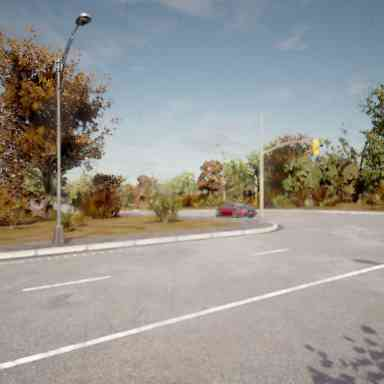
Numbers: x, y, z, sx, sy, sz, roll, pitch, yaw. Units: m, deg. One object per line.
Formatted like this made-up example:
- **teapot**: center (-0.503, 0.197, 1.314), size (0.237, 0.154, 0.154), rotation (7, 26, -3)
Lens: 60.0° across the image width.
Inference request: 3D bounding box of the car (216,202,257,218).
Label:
- **car**: center (4.008, 1.642, 30.405), size (1.994, 1.385, 4.181), rotation (0, -1, -33)
